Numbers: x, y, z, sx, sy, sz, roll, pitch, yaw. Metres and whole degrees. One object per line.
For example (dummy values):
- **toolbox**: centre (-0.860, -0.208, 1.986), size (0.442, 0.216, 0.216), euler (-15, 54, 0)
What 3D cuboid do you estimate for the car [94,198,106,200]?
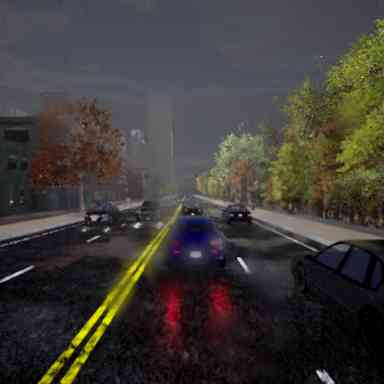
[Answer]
- **car**: centre (-20.706, 2.120, 76.412), size (4.313, 1.339, 1.947), euler (-1, 1, -1)

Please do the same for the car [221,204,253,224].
- **car**: centre (3.342, 1.646, 25.402), size (2.033, 1.411, 5.357), euler (0, 0, 0)

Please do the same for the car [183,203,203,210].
- **car**: centre (0.052, 1.726, 32.403), size (1.895, 1.301, 4.718), euler (0, 0, -1)

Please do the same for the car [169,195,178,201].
- **car**: centre (-3.870, 1.278, 68.661), size (2.097, 1.767, 4.553), euler (0, 0, -1)

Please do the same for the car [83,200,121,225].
- **car**: centre (-6.612, 1.588, 24.934), size (2.128, 1.511, 4.902), euler (0, 0, 0)

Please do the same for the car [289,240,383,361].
- **car**: centre (3.349, 1.570, 5.895), size (2.033, 1.411, 5.357), euler (0, 0, 0)

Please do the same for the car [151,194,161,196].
- **car**: centre (-7.059, 1.477, 64.834), size (2.150, 2.045, 5.566), euler (0, 0, -1)

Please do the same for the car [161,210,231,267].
- **car**: centre (0.112, 1.570, 11.481), size (1.812, 1.442, 4.674), euler (0, 0, 0)

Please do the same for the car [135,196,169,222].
- **car**: centre (-3.369, 1.459, 27.611), size (2.097, 1.767, 4.553), euler (0, 0, 0)
